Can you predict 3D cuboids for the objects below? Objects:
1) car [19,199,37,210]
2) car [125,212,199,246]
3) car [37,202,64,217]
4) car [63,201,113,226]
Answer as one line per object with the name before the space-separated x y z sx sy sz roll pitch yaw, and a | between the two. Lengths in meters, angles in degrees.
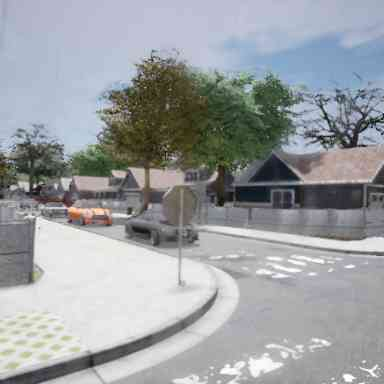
car | -21.862 1.648 44.646 2.128 1.511 4.902 3 -2 -35
car | -1.488 1.618 15.495 1.994 1.385 4.181 3 -2 -35
car | -13.166 1.701 32.113 1.895 1.301 4.718 3 -2 -35
car | -7.294 1.428 23.772 2.097 1.767 4.553 3 -2 -35
